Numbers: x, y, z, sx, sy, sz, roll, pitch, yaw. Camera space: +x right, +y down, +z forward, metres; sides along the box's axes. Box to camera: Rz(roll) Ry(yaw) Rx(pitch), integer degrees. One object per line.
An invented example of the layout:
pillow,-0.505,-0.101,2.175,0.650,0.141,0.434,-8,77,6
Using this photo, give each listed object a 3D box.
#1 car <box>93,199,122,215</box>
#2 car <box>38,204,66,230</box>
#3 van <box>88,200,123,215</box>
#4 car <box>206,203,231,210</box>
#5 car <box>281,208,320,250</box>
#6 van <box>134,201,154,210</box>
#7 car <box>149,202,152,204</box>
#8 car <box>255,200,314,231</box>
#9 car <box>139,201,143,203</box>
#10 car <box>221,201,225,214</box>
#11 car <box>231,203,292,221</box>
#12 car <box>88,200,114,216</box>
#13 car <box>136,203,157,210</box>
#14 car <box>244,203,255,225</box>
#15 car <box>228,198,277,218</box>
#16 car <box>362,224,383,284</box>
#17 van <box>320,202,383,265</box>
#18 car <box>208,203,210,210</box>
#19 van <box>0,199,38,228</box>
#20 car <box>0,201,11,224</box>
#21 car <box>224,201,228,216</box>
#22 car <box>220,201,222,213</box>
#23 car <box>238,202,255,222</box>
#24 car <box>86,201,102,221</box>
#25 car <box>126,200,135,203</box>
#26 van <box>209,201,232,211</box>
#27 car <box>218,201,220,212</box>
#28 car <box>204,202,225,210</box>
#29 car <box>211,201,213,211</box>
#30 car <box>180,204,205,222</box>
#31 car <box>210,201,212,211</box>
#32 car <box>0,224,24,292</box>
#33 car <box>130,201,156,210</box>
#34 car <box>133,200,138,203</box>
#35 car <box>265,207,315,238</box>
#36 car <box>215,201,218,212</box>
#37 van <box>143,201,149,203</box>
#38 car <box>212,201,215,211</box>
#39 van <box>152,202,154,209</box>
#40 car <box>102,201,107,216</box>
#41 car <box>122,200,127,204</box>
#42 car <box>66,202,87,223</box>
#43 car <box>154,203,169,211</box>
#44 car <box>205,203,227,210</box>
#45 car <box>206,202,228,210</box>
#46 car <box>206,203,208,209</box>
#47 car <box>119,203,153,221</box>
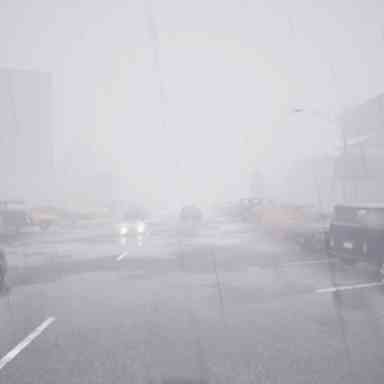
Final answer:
car,-11.657,1.881,39.625,5.566,2.045,2.435,0,-2,-21
car,-11.298,1.702,21.751,5.366,1.575,1.946,0,-1,-20
van,-11.813,2.098,45.578,4.442,1.987,1.878,0,-2,-21
car,5.683,3.176,71.846,5.008,1.535,2.097,1,-2,-21
car,6.395,1.554,13.174,5.008,1.535,2.097,1,-1,-20
van,-11.733,3.348,81.606,4.442,1.987,1.878,0,-2,-19
car,-11.700,3.136,72.657,4.553,1.767,2.185,0,-2,-19
car,6.331,1.504,19.036,4.553,1.767,2.185,1,-1,-20
car,-11.848,2.488,57.613,5.566,2.045,2.435,0,-2,-20
car,6.211,2.002,36.638,5.008,1.535,2.097,1,-2,-21
car,6.448,1.855,30.837,5.366,1.575,1.946,1,-2,-20
car,-11.771,2.043,36.574,5.366,1.575,1.946,0,-1,-21
car,-11.579,3.677,84.635,5.008,1.535,2.097,0,-2,-19
car,6.336,1.680,21.973,4.892,1.521,2.231,1,-1,-20
car,6.329,1.541,27.861,5.566,2.045,2.435,1,-2,-20
car,6.411,1.542,7.304,4.674,1.452,2.002,1,0,-20
van,6.510,1.301,10.283,4.442,1.987,1.878,1,-1,-20
car,5.951,2.671,57.168,5.008,1.535,2.097,1,-2,-21
van,-11.347,1.428,18.738,4.442,1.987,1.878,-1,-1,-20
car,-11.407,1.487,15.705,4.553,1.767,2.185,-1,-1,-20
car,6.253,1.927,33.708,5.008,1.535,2.097,1,-1,-20
car,6.157,1.961,39.571,4.553,1.767,2.185,1,-2,-21
car,6.316,1.731,24.910,4.892,1.521,2.231,1,-2,-20
car,-11.366,1.885,30.722,5.366,1.575,1.946,0,-2,-20
car,-11.568,2.423,48.675,5.366,1.575,1.946,0,-2,-21
van,5.847,2.852,68.956,4.442,1.987,1.878,1,-2,-21
car,6.155,2.215,42.497,4.674,1.452,2.002,1,-2,-21
car,5.459,3.354,80.686,4.553,1.767,2.185,1,-2,-21
car,6.025,2.471,51.305,4.892,1.521,2.231,1,-2,-21
car,-0.124,1.965,29.727,1.895,1.301,4.718,0,-1,0
car,5.985,2.571,54.235,4.892,1.521,2.231,1,-2,-21
car,-5.110,1.545,5.853,1.812,1.442,4.674,0,0,0
car,-11.634,3.219,78.665,5.566,2.045,2.435,0,-2,-19
car,-11.808,2.279,51.598,5.566,2.045,2.435,0,-2,-21
car,6.348,1.619,16.091,4.792,1.488,2.163,1,-1,-20
car,6.086,2.144,45.434,4.553,1.767,2.185,1,-2,-21
van,-11.873,2.932,69.608,4.442,1.987,1.878,0,-2,-19
car,6.069,2.368,48.370,5.008,1.535,2.097,1,-2,-21
van,-11.587,3.140,75.696,4.442,1.987,1.878,0,-2,-19
car,-11.739,1.963,33.583,5.366,1.575,1.946,0,-1,-20
car,-11.489,2.222,42.686,5.366,1.575,1.946,0,-2,-21
car,-11.486,1.853,27.679,4.792,1.488,2.163,0,-2,-20
car,-5.524,2.980,64.960,2.128,1.511,4.902,0,-2,0
car,5.578,3.409,77.753,4.792,1.488,2.163,1,-2,-21
car,5.586,3.151,74.791,4.553,1.767,2.185,1,-2,-21
car,5.852,2.873,63.037,5.008,1.535,2.097,1,-2,-21
car,-5.158,2.002,31.177,1.895,1.301,4.718,0,-1,0
